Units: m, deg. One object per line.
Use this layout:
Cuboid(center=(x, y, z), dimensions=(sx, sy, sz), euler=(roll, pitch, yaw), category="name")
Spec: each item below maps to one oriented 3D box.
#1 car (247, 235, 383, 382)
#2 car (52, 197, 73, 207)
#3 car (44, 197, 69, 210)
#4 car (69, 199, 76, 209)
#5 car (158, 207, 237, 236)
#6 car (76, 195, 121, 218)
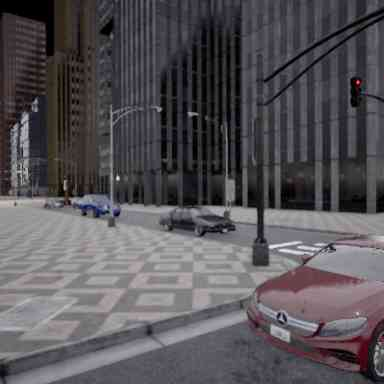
Cuboid(center=(2.998, 1.501, 5.521), dimensions=(4.674, 1.442, 1.812), euler=(0, 0, -36), category="car")
Cuboid(center=(-20.670, 1.560, 53.056), dimensions=(1.882, 1.535, 5.008), euler=(0, 0, -36), category="car")
Cuboid(center=(-18.940, 1.575, 45.445), dimensions=(2.128, 1.511, 4.902), euler=(0, 0, -35), category="car")
Cuboid(center=(-14.667, 1.582, 44.729), dimensions=(1.812, 1.442, 4.674), euler=(0, 0, -35), category="car")
Cuboid(center=(0.089, 1.539, 18.626), dimensions=(2.033, 1.411, 5.357), euler=(0, 0, -36), category="car")
Cuboid(center=(-8.490, 1.257, 30.651), dimensions=(2.150, 2.045, 5.566), euler=(0, 0, -35), category="car")
